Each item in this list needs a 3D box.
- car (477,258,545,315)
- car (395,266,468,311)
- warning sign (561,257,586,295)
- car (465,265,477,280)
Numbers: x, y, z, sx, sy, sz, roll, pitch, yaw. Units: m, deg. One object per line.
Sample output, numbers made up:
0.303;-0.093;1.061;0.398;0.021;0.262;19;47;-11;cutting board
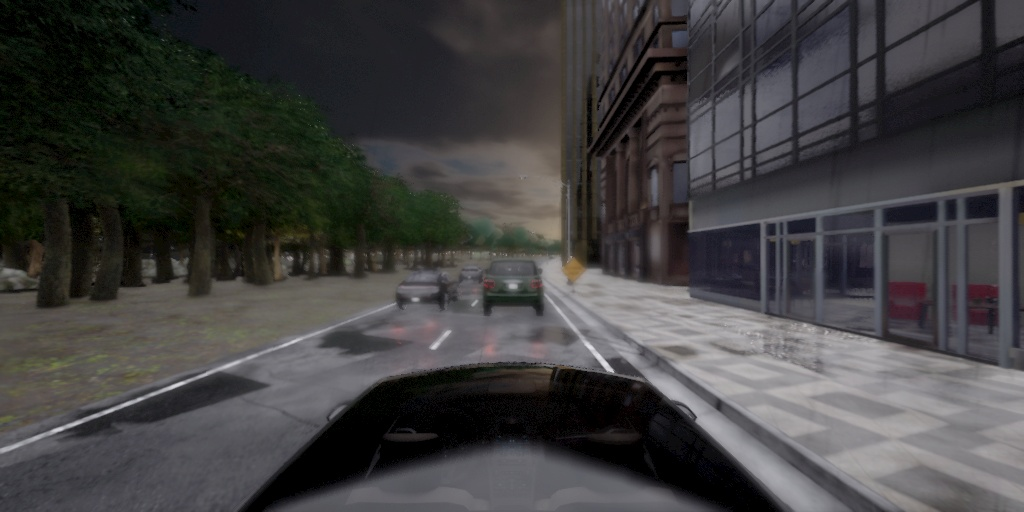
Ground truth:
0.074;1.083;14.291;2.150;2.045;5.566;0;0;1;car
-3.409;1.358;15.227;2.128;1.511;4.902;0;0;1;car
3.151;1.004;18.397;1.300;1.860;1.060;0;0;0;warning sign
-3.232;1.457;30.210;2.128;1.511;4.902;0;0;2;car
